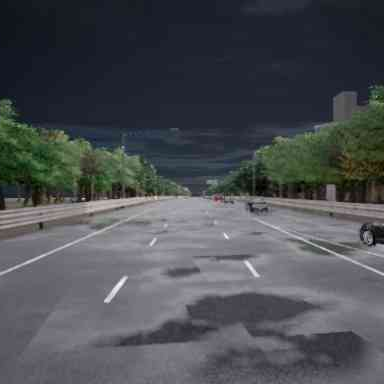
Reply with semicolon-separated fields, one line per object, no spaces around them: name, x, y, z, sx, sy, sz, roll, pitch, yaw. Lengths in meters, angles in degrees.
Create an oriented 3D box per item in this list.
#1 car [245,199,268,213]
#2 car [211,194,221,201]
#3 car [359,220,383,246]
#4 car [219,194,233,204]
car;6.994;1.501;36.434;2.128;1.511;4.902;0;0;0
car;7.157;1.532;91.014;2.150;2.045;5.566;0;-1;0
car;8.452;1.520;12.539;1.837;1.490;4.892;0;0;-9
car;7.038;1.624;65.991;2.033;1.411;5.357;0;0;0
